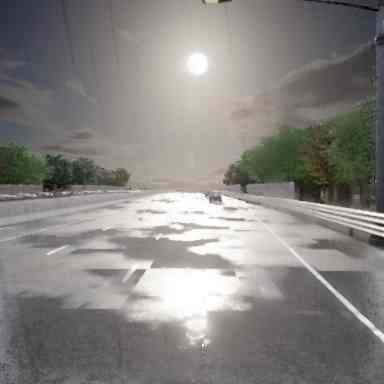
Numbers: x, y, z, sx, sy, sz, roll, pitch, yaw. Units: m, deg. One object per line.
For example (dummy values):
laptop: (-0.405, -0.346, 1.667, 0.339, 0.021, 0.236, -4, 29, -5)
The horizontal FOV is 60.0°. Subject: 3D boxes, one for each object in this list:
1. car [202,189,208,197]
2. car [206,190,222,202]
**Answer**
car: (4.375, 0.591, 87.737, 1.895, 1.301, 4.718, 0, 1, 1)
car: (4.071, 0.838, 59.131, 2.097, 1.767, 4.553, 0, 1, 1)
